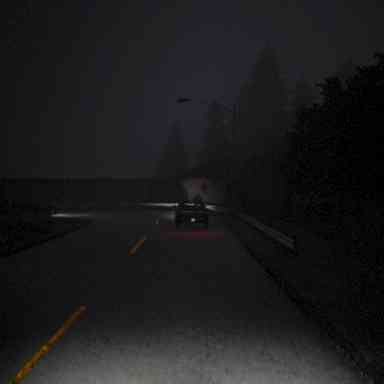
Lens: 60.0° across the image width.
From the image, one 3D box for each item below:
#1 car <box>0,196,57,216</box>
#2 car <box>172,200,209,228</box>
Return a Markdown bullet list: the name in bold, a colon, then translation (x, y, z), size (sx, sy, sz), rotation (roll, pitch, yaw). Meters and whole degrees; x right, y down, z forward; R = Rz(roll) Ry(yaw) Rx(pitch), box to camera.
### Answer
- **car**: translation (-14.055, 1.195, 27.287), size (5.357, 1.411, 2.033), rotation (0, 1, 2)
- **car**: translation (-0.111, 1.233, 20.018), size (2.128, 1.511, 4.902), rotation (0, 1, -4)
